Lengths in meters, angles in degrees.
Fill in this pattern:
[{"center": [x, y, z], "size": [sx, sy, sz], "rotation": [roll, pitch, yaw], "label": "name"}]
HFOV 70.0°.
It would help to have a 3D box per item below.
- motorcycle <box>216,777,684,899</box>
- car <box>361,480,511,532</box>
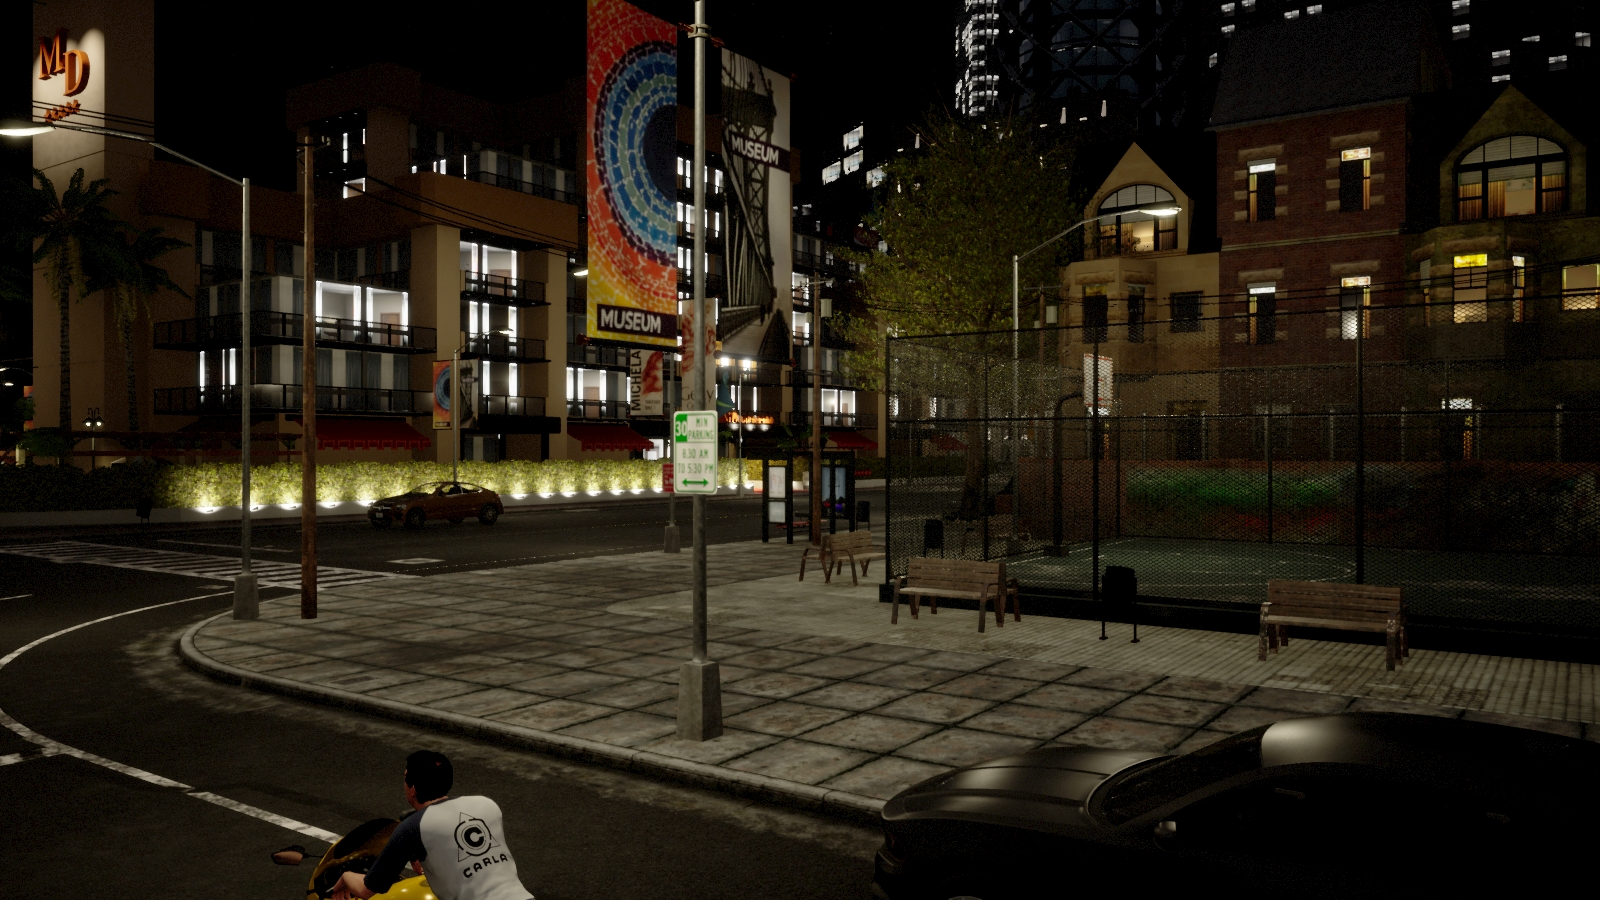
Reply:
[{"center": [-1.529, 2.213, 4.819], "size": [2.033, 1.145, 0.803], "rotation": [0, 0, 35], "label": "motorcycle"}, {"center": [-13.322, 1.992, 42.110], "size": [2.152, 1.651, 5.027], "rotation": [0, 0, 34], "label": "car"}]
